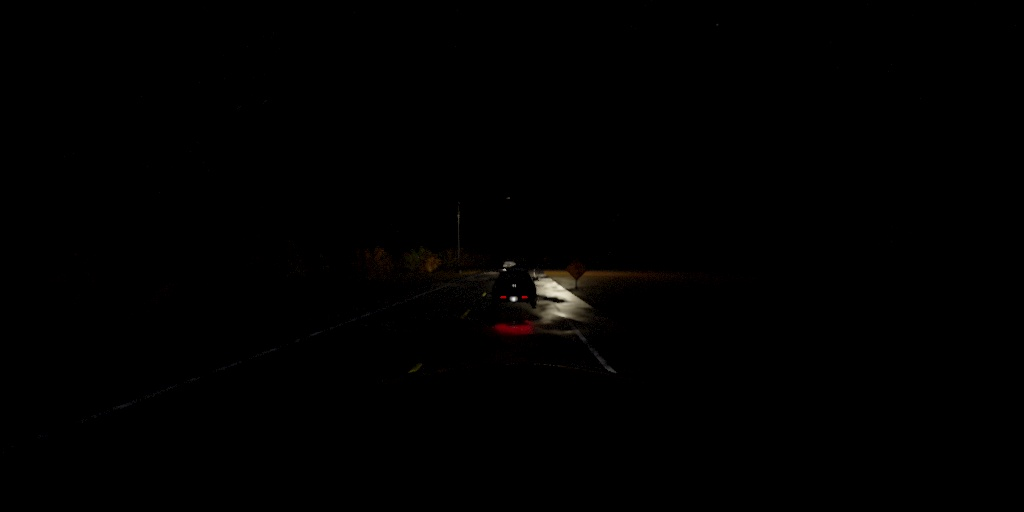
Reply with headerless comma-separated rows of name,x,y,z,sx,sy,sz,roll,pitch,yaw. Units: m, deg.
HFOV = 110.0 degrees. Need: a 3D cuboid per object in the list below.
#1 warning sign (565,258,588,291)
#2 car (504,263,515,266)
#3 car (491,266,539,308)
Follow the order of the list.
warning sign,3.748,1.045,20.803,1.300,1.860,1.060,0,0,1
car,0.491,1.549,31.137,1.812,1.442,4.674,0,0,2
car,0.114,1.392,16.086,1.837,1.490,4.892,0,0,1
